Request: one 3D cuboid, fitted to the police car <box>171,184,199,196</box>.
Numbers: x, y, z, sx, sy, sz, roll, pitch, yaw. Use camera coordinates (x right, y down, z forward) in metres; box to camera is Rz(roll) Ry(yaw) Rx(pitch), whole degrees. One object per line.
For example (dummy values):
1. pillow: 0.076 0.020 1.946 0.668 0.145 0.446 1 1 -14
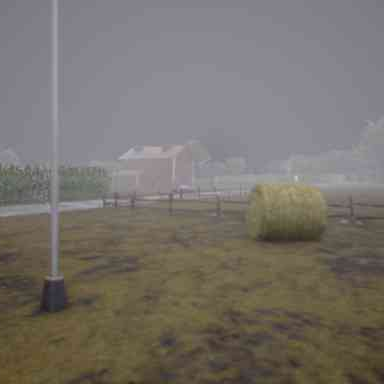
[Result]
1. police car: -1.067 -0.358 48.150 1.930 1.638 5.238 3 4 35
